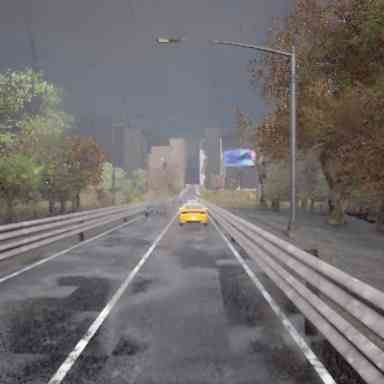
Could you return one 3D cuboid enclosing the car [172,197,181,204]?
[{"bbox_3d":[-3.278,1.838,73.347,1.882,1.535,5.008,0,0,0],"label":"car"}]

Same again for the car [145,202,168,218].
[{"bbox_3d":[-3.341,1.701,31.975,1.994,1.385,4.181,0,0,0],"label":"car"}]

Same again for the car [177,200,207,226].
[{"bbox_3d":[0.105,1.570,24.482,1.882,1.535,5.008,0,0,0],"label":"car"}]

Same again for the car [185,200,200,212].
[{"bbox_3d":[0.086,1.727,42.754,1.812,1.442,4.674,0,0,0],"label":"car"}]
